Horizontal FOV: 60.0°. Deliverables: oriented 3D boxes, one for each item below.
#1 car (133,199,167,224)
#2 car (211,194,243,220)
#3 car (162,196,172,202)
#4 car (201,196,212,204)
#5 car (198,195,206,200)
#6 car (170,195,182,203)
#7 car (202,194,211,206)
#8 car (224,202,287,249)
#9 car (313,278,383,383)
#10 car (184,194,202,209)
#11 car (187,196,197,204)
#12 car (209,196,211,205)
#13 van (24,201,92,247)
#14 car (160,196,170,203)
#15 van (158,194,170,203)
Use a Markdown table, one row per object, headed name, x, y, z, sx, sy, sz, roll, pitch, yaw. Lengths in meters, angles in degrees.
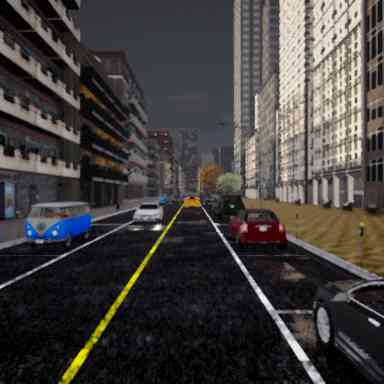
| name | x | y | z | sx | sy | sz | roll | pitch | yaw |
| --- | --- | --- | --- | --- | --- | --- | --- | --- | --- |
| car | -3.096 | 1.500 | 24.547 | 1.812 | 1.442 | 4.674 | 0 | 0 | 0 |
| car | 3.110 | 1.200 | 28.271 | 2.150 | 2.045 | 5.566 | 0 | 0 | 0 |
| car | -5.678 | 1.532 | 75.257 | 1.947 | 1.339 | 4.313 | 0 | 0 | 0 |
| car | 2.701 | 1.530 | 64.209 | 1.947 | 1.339 | 4.313 | 0 | 0 | 0 |
| car | 2.705 | 1.544 | 91.823 | 1.947 | 1.339 | 4.313 | 0 | 0 | 0 |
| car | -3.004 | 1.316 | 65.906 | 2.097 | 1.767 | 4.553 | 0 | 0 | 0 |
| car | 2.700 | 1.515 | 53.163 | 2.008 | 1.369 | 4.403 | 0 | 0 | 0 |
| car | 2.695 | 1.423 | 14.503 | 1.967 | 1.590 | 4.097 | 0 | 0 | 0 |
| car | 2.694 | 1.546 | 3.459 | 2.008 | 1.369 | 4.403 | 0 | 0 | 0 |
| car | 0.006 | 1.361 | 44.067 | 1.882 | 1.535 | 5.008 | 0 | 0 | 0 |
| car | 0.009 | 1.475 | 62.972 | 1.895 | 1.301 | 4.718 | 0 | 0 | 0 |
| car | 3.150 | 1.474 | 35.241 | 1.837 | 1.490 | 4.892 | 0 | 0 | 0 |
| van | -5.685 | 1.323 | 14.505 | 1.690 | 1.788 | 3.998 | 0 | 0 | 0 |
| car | -5.679 | 1.489 | 69.564 | 1.752 | 1.417 | 4.829 | 0 | 0 | 0 |
| van | -5.679 | 1.304 | 64.210 | 1.690 | 1.788 | 3.998 | 0 | 0 | 0 |
